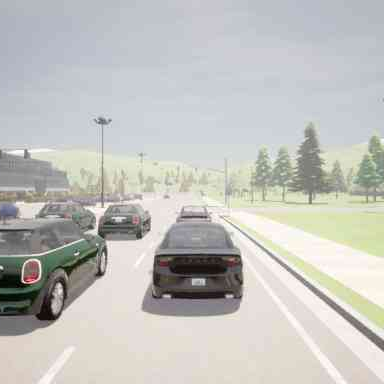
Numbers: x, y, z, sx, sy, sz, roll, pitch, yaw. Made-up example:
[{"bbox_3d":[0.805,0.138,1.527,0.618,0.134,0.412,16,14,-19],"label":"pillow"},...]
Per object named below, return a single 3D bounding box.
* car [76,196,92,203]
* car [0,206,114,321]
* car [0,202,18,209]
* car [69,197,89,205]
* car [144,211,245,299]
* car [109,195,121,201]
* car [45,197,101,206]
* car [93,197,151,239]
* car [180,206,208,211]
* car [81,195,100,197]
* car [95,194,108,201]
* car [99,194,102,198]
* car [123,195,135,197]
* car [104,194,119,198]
[{"bbox_3d":[-23.154,1.552,71.228,1.994,1.385,4.181,0,0,0],"label":"car"},{"bbox_3d":[-3.387,1.352,7.450,2.097,1.767,4.553,0,0,0],"label":"car"},{"bbox_3d":[-15.209,1.525,26.041,1.812,1.442,4.674,0,0,-1],"label":"car"},{"bbox_3d":[-19.860,1.564,58.728,1.994,1.385,4.181,0,0,3],"label":"car"},{"bbox_3d":[0.114,1.478,8.499,1.882,1.535,5.008,0,0,0],"label":"car"},{"bbox_3d":[-19.630,1.500,84.662,1.837,1.490,4.892,0,0,0],"label":"car"},{"bbox_3d":[-6.915,1.352,18.553,2.097,1.767,4.553,0,0,0],"label":"car"},{"bbox_3d":[-3.411,1.352,17.573,2.097,1.767,4.553,0,0,0],"label":"car"},{"bbox_3d":[0.100,1.491,17.917,2.128,1.511,4.902,0,0,0],"label":"car"},{"bbox_3d":[-16.055,1.504,50.721,1.837,1.490,4.892,0,0,-1],"label":"car"},{"bbox_3d":[-23.129,1.355,85.189,2.097,1.767,4.553,0,0,0],"label":"car"},{"bbox_3d":[-19.653,1.552,71.648,1.994,1.385,4.181,0,0,0],"label":"car"},{"bbox_3d":[-16.134,1.524,82.592,1.812,1.442,4.674,0,0,0],"label":"car"},{"bbox_3d":[-16.160,1.552,68.061,1.994,1.385,4.181,0,0,0],"label":"car"}]
